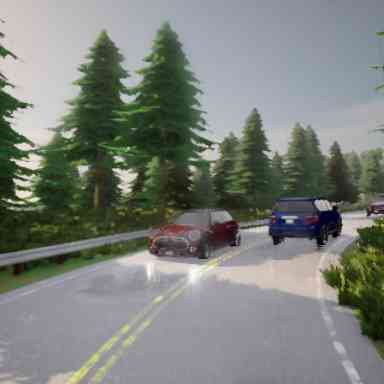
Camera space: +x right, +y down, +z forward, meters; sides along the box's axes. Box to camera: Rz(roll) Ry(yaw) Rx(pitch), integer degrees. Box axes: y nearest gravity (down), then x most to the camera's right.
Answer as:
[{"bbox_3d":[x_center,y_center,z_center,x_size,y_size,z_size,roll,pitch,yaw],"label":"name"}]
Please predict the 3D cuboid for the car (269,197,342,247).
[{"bbox_3d":[5.363,1.243,15.438,2.150,2.045,5.566,-3,-1,33],"label":"car"}]

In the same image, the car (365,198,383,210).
[{"bbox_3d":[25.052,1.537,44.451,2.128,1.511,4.902,-4,-2,42],"label":"car"}]

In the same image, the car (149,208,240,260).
[{"bbox_3d":[0.252,1.471,13.083,2.097,1.767,4.553,-1,-1,28],"label":"car"}]

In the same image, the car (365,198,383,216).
[{"bbox_3d":[17.286,1.483,30.330,1.812,1.442,4.674,-3,-2,40],"label":"car"}]
